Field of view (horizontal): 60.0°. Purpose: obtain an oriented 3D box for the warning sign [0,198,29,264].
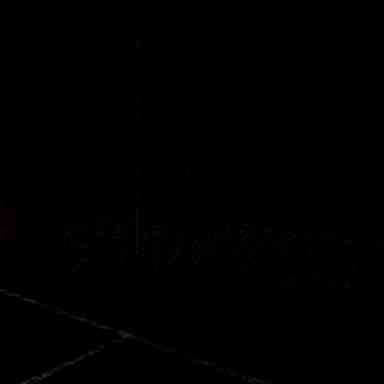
[{"bbox_3d":[-5.768,1.109,9.913,1.060,1.860,1.300,0,0,35],"label":"warning sign"}]
